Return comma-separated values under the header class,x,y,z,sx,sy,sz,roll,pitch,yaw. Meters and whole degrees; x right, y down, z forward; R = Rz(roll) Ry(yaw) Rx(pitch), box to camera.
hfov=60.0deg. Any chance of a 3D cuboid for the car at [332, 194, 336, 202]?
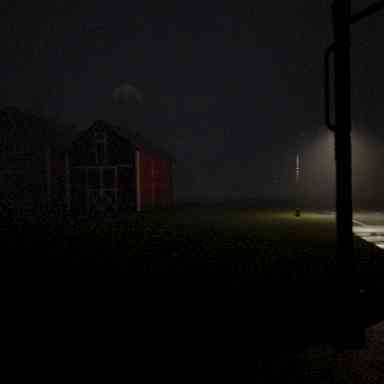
class,x,y,z,sx,sy,sz,roll,pitch,yaw
car,24.875,0.837,55.675,2.097,1.767,4.553,-1,0,14
